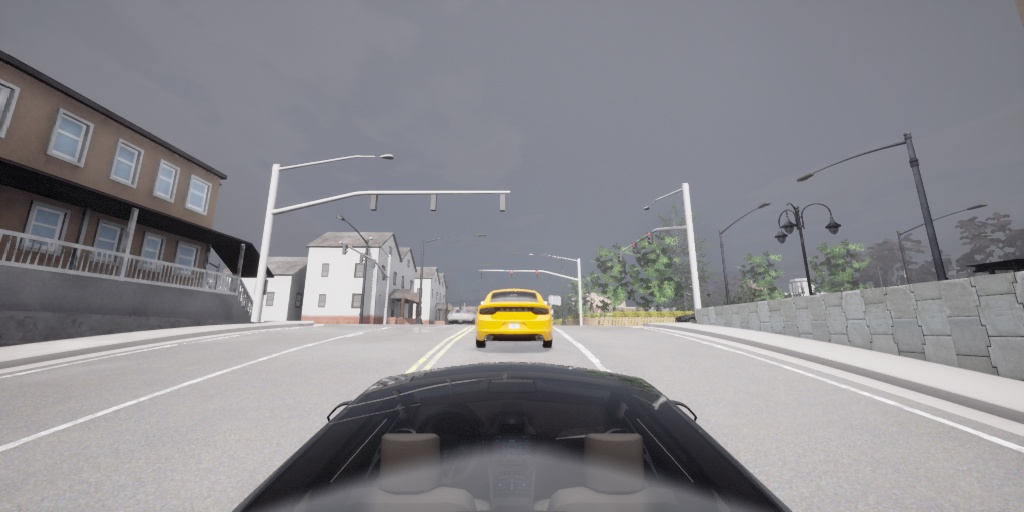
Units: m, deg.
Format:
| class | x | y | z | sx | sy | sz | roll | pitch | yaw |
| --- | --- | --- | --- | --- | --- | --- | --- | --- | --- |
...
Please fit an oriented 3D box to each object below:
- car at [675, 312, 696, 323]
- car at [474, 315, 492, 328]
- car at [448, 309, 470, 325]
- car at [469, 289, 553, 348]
| class | x | y | z | sx | sy | sz | roll | pitch | yaw |
| --- | --- | --- | --- | --- | --- | --- | --- | --- | --- |
| car | 16.451 | 5.257 | 30.398 | 5.008 | 1.535 | 1.882 | 0 | -12 | 1 |
| car | -3.659 | 8.412 | 45.777 | 1.882 | 1.535 | 5.008 | 0 | -12 | 0 |
| car | -3.639 | 4.717 | 27.422 | 1.895 | 1.301 | 4.718 | 0 | -12 | 0 |
| car | 0.058 | 1.722 | 10.531 | 1.882 | 1.535 | 5.008 | 0 | -7 | 0 |
